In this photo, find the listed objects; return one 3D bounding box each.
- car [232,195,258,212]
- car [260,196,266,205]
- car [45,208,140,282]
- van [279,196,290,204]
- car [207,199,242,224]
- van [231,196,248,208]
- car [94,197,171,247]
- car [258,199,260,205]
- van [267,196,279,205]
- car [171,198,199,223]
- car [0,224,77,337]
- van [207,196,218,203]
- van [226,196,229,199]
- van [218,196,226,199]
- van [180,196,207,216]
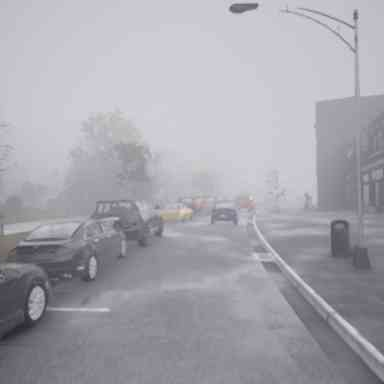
[{"bbox_3d":[6.701,1.411,42.525,2.150,2.045,5.566,-1,-1,17],"label":"car"},{"bbox_3d":[13.062,2.085,68.543,2.002,1.452,4.674,-2,0,26],"label":"car"},{"bbox_3d":[-3.280,1.501,9.687,2.231,1.521,4.892,-3,0,4],"label":"car"},{"bbox_3d":[23.439,2.032,87.034,1.878,1.987,4.442,-2,0,29],"label":"van"},{"bbox_3d":[2.609,1.540,25.602,1.882,1.535,5.008,0,-1,10],"label":"car"},{"bbox_3d":[8.381,1.680,58.524,1.878,1.987,4.442,-2,0,21],"label":"van"},{"bbox_3d":[-2.802,1.264,15.293,2.435,2.045,5.566,-3,0,6],"label":"car"},{"bbox_3d":[10.618,1.727,63.551,2.435,2.045,5.566,-2,0,23],"label":"car"},{"bbox_3d":[18.393,1.938,78.457,1.878,1.987,4.442,-2,0,29],"label":"van"},{"bbox_3d":[-1.166,1.564,26.512,1.946,1.575,5.366,-3,0,12],"label":"car"},{"bbox_3d":[-3.570,1.487,4.103,2.231,1.521,4.892,-3,0,3],"label":"car"},{"bbox_3d":[1.222,1.427,37.364,1.878,1.987,4.442,-2,0,15],"label":"van"},{"bbox_3d":[4.395,1.541,48.073,1.878,1.987,4.442,-2,0,17],"label":"van"},{"bbox_3d":[2.722,1.480,42.750,1.878,1.987,4.442,-2,0,16],"label":"van"},{"bbox_3d":[-0.093,1.381,31.926,1.878,1.987,4.442,-3,0,10],"label":"van"}]
